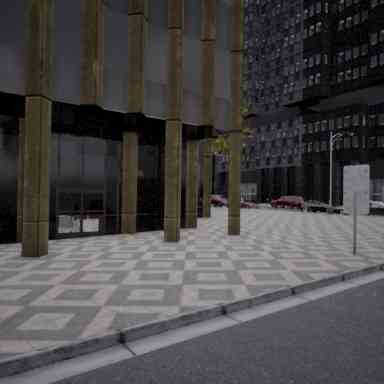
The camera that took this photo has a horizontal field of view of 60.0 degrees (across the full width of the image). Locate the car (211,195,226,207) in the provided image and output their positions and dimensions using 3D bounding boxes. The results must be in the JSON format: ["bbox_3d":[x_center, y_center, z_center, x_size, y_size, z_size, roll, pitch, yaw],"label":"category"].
[{"bbox_3d":[3.543,1.311,47.291,2.192,1.841,5.009,1,-1,-35],"label":"car"}]

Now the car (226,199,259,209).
[{"bbox_3d":[6.731,1.570,42.793,1.802,1.307,4.206,1,-1,-35],"label":"car"}]

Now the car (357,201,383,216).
[{"bbox_3d":[16.308,1.517,29.309,2.008,1.369,4.403,1,-1,-35],"label":"car"}]

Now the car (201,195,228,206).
[{"bbox_3d":[4.103,1.511,61.221,2.192,1.841,5.009,1,-1,-35],"label":"car"}]

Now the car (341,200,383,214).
[{"bbox_3d":[20.060,1.707,38.746,2.008,1.369,4.403,1,-1,-35],"label":"car"}]

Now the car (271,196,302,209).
[{"bbox_3d":[13.679,1.486,47.737,2.192,1.841,5.009,1,-1,-35],"label":"car"}]

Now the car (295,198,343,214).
[{"bbox_3d":[13.115,1.539,33.803,1.947,1.339,4.313,1,-1,-35],"label":"car"}]
